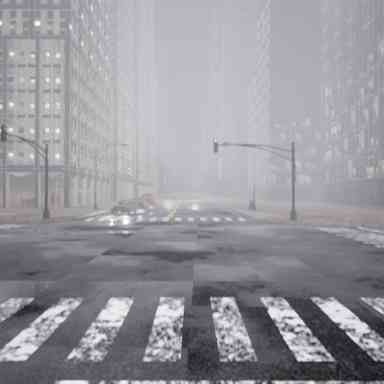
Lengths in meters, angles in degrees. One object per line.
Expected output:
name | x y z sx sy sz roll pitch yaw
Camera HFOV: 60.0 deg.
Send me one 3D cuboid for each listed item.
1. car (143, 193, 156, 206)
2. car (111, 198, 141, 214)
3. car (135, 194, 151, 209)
car | -7.306 1.157 55.581 2.150 2.045 5.566 0 1 -1
car | -7.026 1.567 34.696 1.895 1.301 4.718 0 0 2
car | -7.160 1.446 44.953 2.128 1.511 4.902 0 0 -1
